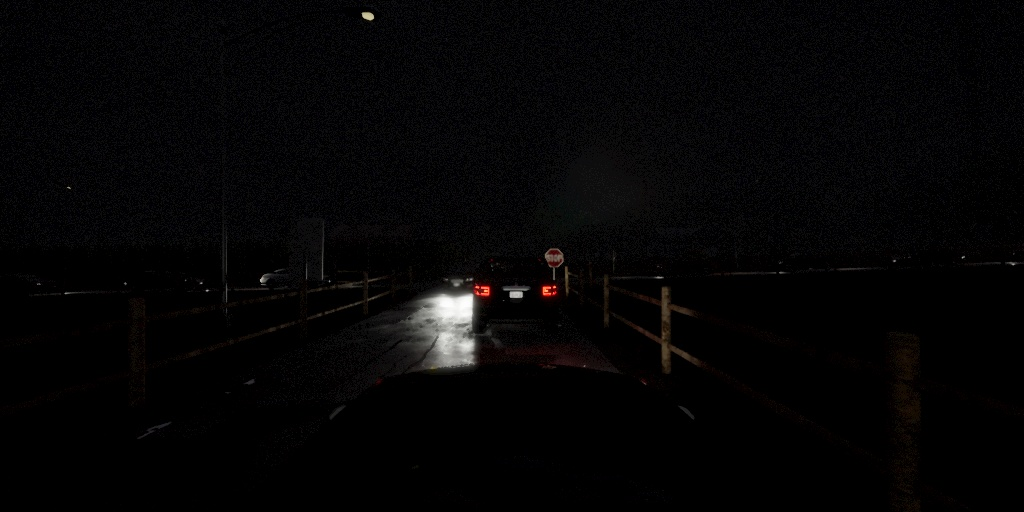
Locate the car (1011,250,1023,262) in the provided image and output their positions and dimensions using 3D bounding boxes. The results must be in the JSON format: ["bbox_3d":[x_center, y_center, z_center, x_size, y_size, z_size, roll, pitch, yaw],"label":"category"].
[{"bbox_3d":[43.376,-0.327,28.848,4.674,1.442,1.812,-2,-2,0],"label":"car"}]

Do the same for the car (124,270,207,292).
[{"bbox_3d":[-24.774,1.754,25.743,4.902,1.511,2.128,-1,-2,0],"label":"car"}]

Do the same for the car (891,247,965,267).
[{"bbox_3d":[33.221,0.039,28.854,4.902,1.511,2.128,-2,-2,0],"label":"car"}]

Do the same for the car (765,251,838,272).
[{"bbox_3d":[23.152,0.416,28.829,5.008,1.535,1.882,-2,-2,0],"label":"car"}]

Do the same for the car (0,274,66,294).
[{"bbox_3d":[-35.099,1.997,25.722,4.674,1.442,1.812,-1,-2,0],"label":"car"}]

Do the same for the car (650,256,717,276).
[{"bbox_3d":[13.674,0.777,28.776,5.008,1.535,1.882,-2,-2,-1],"label":"car"}]

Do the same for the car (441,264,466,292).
[{"bbox_3d":[-2.917,1.240,21.224,2.128,1.511,4.902,0,0,-1],"label":"car"}]

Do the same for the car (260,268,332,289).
[{"bbox_3d":[-15.445,1.589,25.763,4.674,1.442,1.812,-1,-2,0],"label":"car"}]

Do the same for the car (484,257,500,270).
[{"bbox_3d":[-2.949,1.066,53.263,2.097,1.767,4.553,0,0,0],"label":"car"}]

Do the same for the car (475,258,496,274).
[{"bbox_3d":[-2.942,1.083,41.265,2.097,1.767,4.553,0,0,0],"label":"car"}]

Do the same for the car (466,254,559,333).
[{"bbox_3d":[0.060,0.975,10.857,2.150,2.045,5.566,0,0,-1],"label":"car"}]
